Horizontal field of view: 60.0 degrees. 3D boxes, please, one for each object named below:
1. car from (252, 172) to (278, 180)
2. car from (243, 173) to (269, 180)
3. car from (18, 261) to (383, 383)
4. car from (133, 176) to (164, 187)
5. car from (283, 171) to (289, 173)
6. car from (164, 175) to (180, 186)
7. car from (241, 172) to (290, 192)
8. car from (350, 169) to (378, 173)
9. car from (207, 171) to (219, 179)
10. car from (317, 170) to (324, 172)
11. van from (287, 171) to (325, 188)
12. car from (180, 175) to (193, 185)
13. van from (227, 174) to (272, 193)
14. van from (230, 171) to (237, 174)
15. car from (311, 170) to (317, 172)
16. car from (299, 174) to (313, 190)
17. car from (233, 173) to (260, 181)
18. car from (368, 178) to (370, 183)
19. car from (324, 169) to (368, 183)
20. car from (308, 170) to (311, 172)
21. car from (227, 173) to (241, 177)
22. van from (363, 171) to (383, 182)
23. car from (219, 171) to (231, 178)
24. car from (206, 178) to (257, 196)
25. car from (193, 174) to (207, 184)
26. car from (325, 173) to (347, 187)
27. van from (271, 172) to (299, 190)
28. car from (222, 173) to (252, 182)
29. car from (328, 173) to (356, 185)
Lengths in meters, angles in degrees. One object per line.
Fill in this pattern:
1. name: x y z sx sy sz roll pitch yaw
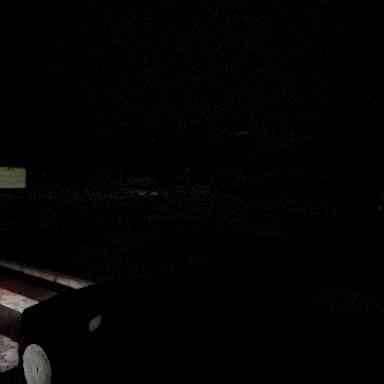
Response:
1. car: 15.484 -3.462 70.751 5.008 1.535 2.097 2 5 31
2. car: 13.236 -3.251 68.888 4.792 1.488 2.163 2 5 31
3. car: 0.223 1.470 3.288 5.008 1.535 1.882 0 0 36
4. car: -7.290 -1.609 52.187 4.674 1.452 2.002 2 5 30
5. car: 17.771 -3.640 72.582 4.892 1.521 2.231 2 6 31
6. car: -4.985 -1.801 54.039 4.792 1.488 2.163 2 5 30
7. car: 9.443 -1.070 43.743 5.566 2.045 2.435 4 8 32
8. car: 30.845 -2.694 60.261 5.566 2.045 2.435 4 7 31
9. car: 1.849 -2.501 59.612 4.553 1.767 2.185 2 6 31
10. car: 29.204 -4.641 81.733 4.553 1.767 2.185 2 6 31
11. van: 16.715 -1.572 49.131 4.442 1.987 1.878 4 7 32
12. car: -2.710 -2.137 55.885 4.553 1.767 2.185 2 6 31
13. van: 7.190 -0.857 41.858 4.442 1.987 1.878 4 7 32
14. van: 6.281 -2.969 63.399 4.442 1.987 1.878 2 6 31
15. car: 26.899 -4.312 79.942 4.674 1.452 2.002 2 5 31
16. car: 14.207 -1.303 47.398 4.553 1.767 2.185 4 7 32
17. car: 10.929 -3.102 67.062 5.008 1.535 2.097 2 5 31
18. car: 28.472 -2.261 58.435 4.892 1.521 2.231 4 7 31
19. car: 26.137 -2.327 56.529 5.566 2.045 2.435 4 7 31
20. car: 24.636 -4.301 78.068 4.553 1.767 2.185 2 6 31
21. car: 8.320 -1.761 53.285 5.008 1.535 1.882 -5 7 -44
22. van: 35.584 -3.030 63.964 4.442 1.987 1.878 4 7 31
23. car: 4.103 -2.560 61.509 5.008 1.535 2.097 2 5 31
24. car: 4.706 -0.462 40.131 5.008 1.535 2.097 4 7 32
25. car: -0.480 -2.167 57.794 4.792 1.488 2.163 2 6 31
26. car: 21.372 -1.713 52.867 4.892 1.521 2.231 4 8 32
27. van: 11.750 -1.228 45.608 4.442 1.987 1.878 4 8 32
28. car: 8.819 -2.917 65.113 5.366 1.575 1.946 2 5 31
29. car: 23.763 -1.865 54.706 4.792 1.488 2.163 4 7 32
